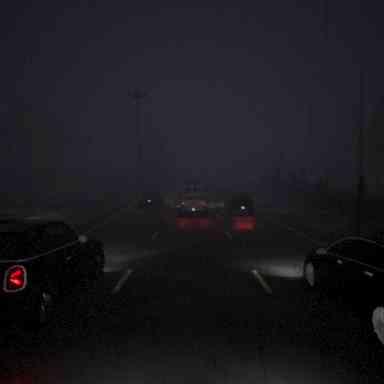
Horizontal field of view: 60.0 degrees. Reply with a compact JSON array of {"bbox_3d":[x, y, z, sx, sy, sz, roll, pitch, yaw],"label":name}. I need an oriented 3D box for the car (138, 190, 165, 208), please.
[{"bbox_3d":[-3.424,0.490,28.503,1.994,1.385,4.181,0,5,0],"label":"car"}]

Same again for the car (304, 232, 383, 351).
[{"bbox_3d":[3.601,1.502,6.090,1.837,1.490,4.892,0,-1,0],"label":"car"}]

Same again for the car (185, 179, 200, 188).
[{"bbox_3d":[0.019,-0.909,40.344,2.033,1.411,5.357,0,7,0],"label":"car"}]

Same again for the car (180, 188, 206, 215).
[{"bbox_3d":[0.091,0.777,24.796,1.812,1.442,4.674,0,5,0],"label":"car"}]

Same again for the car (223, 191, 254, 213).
[{"bbox_3d":[3.587,0.665,25.895,1.837,1.490,4.892,0,5,0],"label":"car"}]

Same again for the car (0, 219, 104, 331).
[{"bbox_3d":[-3.401,1.348,7.033,2.097,1.767,4.553,0,0,0],"label":"car"}]
